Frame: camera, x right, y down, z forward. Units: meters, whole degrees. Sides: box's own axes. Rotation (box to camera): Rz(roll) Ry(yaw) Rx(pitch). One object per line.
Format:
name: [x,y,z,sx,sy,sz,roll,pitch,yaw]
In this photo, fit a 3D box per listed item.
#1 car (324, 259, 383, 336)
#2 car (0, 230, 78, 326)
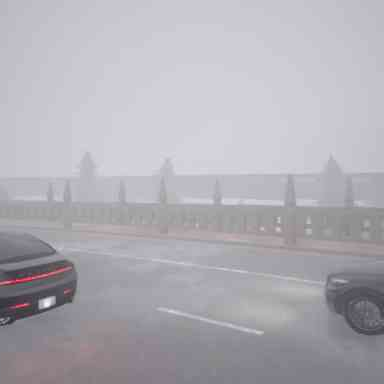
car: [4.462,1.493,4.935,4.674,1.442,1.812,0,0,36]
car: [-4.360,1.499,6.508,4.892,1.490,1.837,0,0,31]
